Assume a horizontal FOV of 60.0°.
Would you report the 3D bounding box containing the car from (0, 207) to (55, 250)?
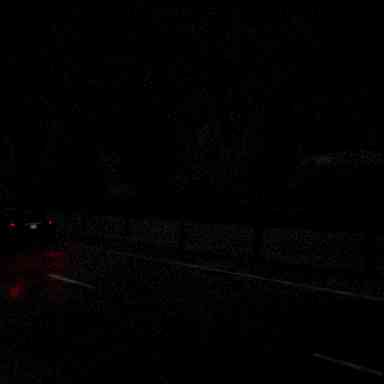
[{"bbox_3d":[-8.131,1.440,14.911,4.553,1.767,2.097,0,-1,38],"label":"car"}]
